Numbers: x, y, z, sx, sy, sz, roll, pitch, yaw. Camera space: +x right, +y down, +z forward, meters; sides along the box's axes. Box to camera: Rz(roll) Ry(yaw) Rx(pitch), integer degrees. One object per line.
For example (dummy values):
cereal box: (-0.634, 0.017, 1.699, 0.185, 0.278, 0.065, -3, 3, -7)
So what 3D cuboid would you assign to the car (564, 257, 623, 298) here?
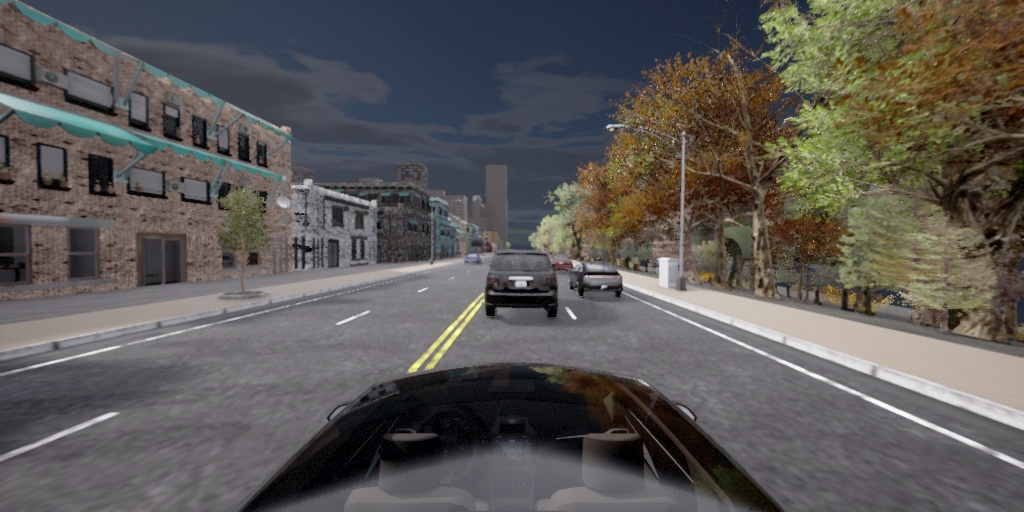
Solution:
car: (3.760, 1.001, 16.730, 2.128, 1.511, 4.902, 0, 1, 2)

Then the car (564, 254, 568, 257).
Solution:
car: (4.278, 0.580, 32.827, 2.097, 1.767, 4.553, 0, 1, 2)

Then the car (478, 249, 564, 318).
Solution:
car: (0.347, 0.787, 12.326, 2.150, 2.045, 5.566, 0, 1, 2)

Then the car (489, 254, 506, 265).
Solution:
car: (-1.907, 0.477, 48.233, 1.994, 1.385, 4.181, 0, 1, 2)

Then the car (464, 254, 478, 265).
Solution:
car: (-5.172, 0.422, 47.873, 1.812, 1.442, 4.674, 0, 1, 2)
